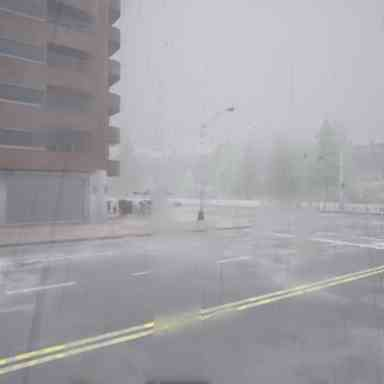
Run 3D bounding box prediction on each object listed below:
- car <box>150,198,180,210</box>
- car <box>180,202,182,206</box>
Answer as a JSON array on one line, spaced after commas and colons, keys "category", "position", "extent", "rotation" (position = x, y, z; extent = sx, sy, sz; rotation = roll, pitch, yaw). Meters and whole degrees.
[{"category": "car", "position": [-4.105, 1.558, 44.159], "extent": [1.837, 1.490, 4.892], "rotation": [1, 0, -38]}, {"category": "car", "position": [-3.571, 1.672, 49.103], "extent": [1.895, 1.301, 4.718], "rotation": [0, 0, -42]}]
